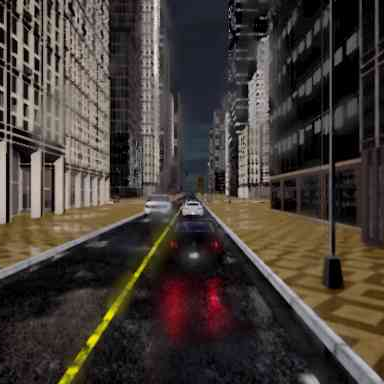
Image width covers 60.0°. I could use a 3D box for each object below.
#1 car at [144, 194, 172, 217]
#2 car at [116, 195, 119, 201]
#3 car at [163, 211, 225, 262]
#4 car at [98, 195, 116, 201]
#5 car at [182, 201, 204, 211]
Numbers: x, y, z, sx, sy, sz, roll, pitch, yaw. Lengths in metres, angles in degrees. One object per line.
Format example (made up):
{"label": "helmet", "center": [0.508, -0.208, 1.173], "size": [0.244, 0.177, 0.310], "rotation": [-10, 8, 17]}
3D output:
{"label": "car", "center": [-3.111, 1.232, 31.263], "size": [2.150, 2.045, 5.566], "rotation": [0, 0, 0]}
{"label": "car", "center": [-19.227, 1.383, 77.977], "size": [4.097, 1.590, 1.967], "rotation": [0, -1, -1]}
{"label": "car", "center": [0.077, 1.606, 12.132], "size": [1.895, 1.301, 4.718], "rotation": [0, 0, 0]}
{"label": "car", "center": [-18.914, 1.436, 69.341], "size": [4.829, 1.417, 1.752], "rotation": [0, -1, -1]}
{"label": "car", "center": [0.082, 1.538, 29.876], "size": [1.812, 1.442, 4.674], "rotation": [0, 0, 0]}
